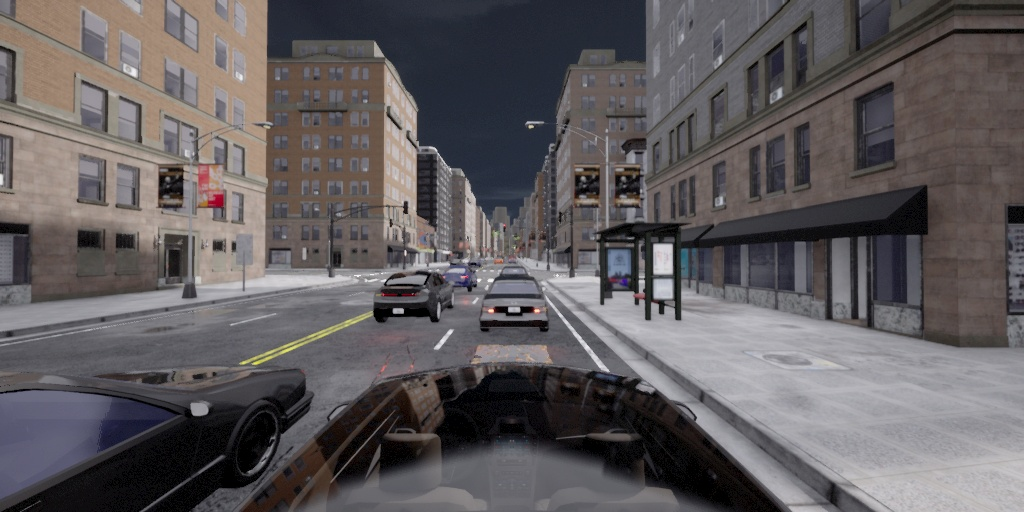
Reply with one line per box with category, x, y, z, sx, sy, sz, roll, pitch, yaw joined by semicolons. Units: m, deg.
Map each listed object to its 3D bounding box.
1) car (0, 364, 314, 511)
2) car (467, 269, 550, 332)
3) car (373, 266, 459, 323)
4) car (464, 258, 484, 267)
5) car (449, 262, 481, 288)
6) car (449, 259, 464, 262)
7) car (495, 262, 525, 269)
car;-3.151;1.297;1.536;2.033;1.411;5.357;0;0;0
car;0.087;1.296;10.840;2.033;1.411;5.357;0;0;1
car;-3.131;1.253;12.180;1.837;1.490;4.892;0;0;-1
car;-6.521;1.095;62.583;2.097;1.767;4.553;0;0;0
car;-3.139;1.274;21.219;1.812;1.442;4.674;0;0;0
car;-9.770;1.249;62.537;1.837;1.490;4.892;0;0;0
car;0.104;1.296;20.897;2.033;1.411;5.357;0;0;0
